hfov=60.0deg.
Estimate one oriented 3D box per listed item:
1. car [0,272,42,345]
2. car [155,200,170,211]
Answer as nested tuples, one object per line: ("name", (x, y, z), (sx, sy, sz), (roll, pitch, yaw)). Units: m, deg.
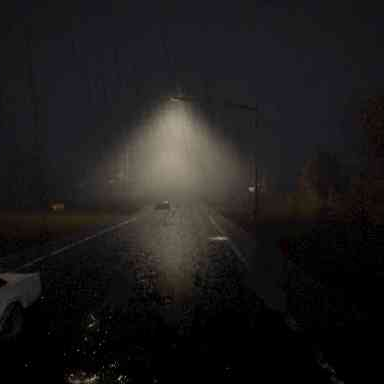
("car", (-3.599, 1.622, 3.670), (1.895, 1.301, 4.718), (0, 0, 0))
("car", (-4.082, 1.846, 46.358), (1.994, 1.385, 4.181), (0, 0, -5))
